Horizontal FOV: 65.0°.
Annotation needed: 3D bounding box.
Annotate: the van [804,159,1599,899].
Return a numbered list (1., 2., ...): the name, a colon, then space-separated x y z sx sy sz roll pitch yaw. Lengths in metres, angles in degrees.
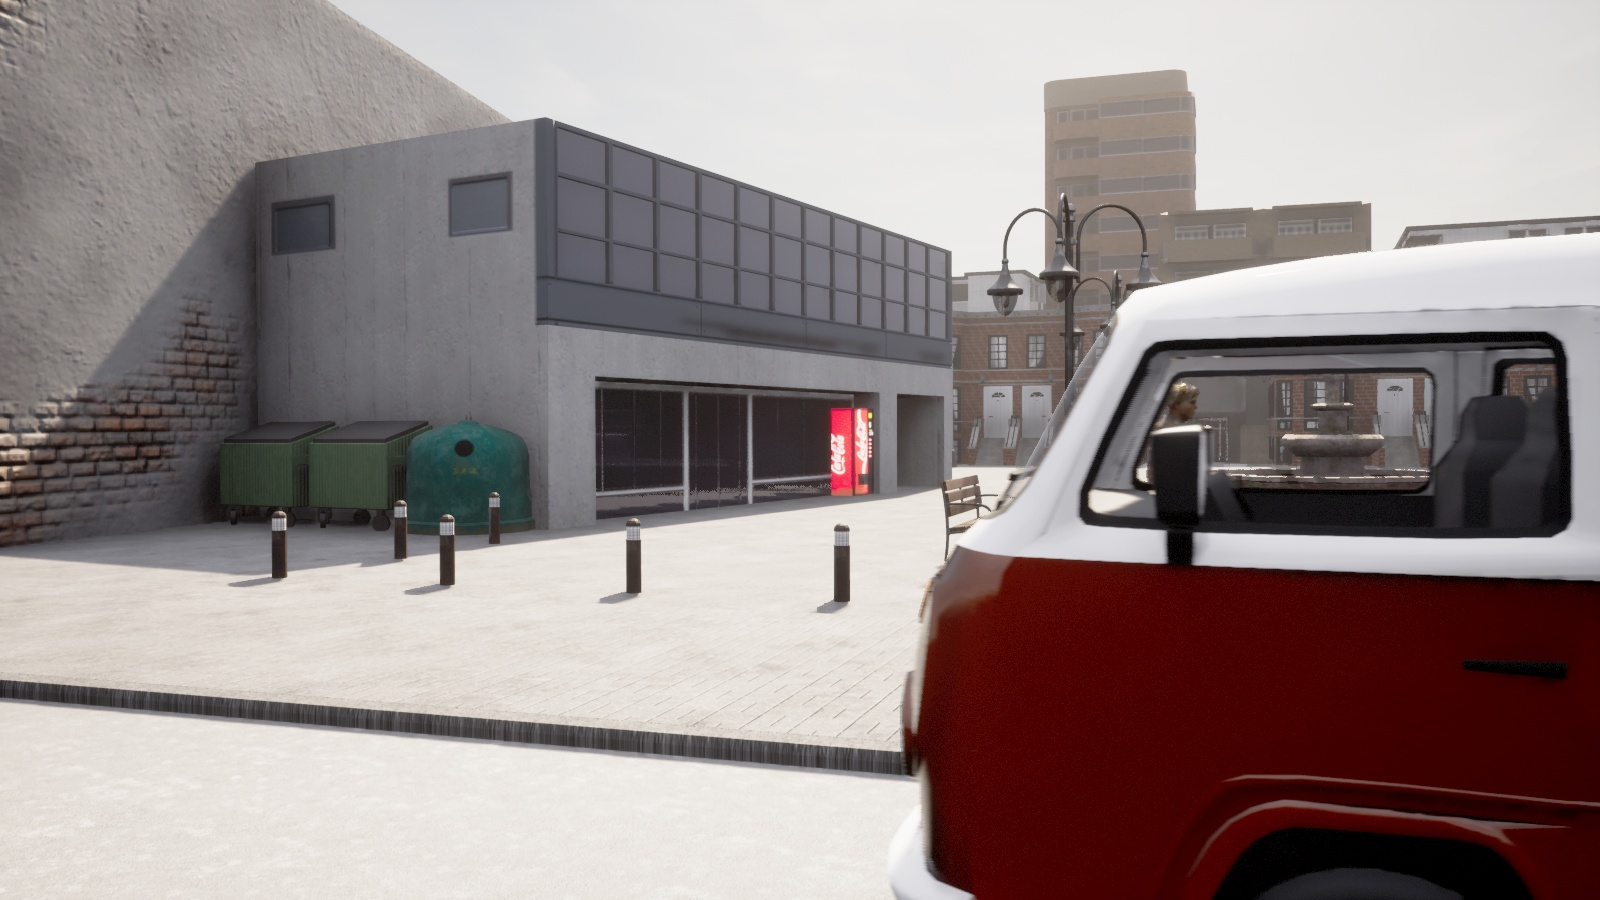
1. van: 2.464 0.513 2.888 4.480 2.038 2.069 1 1 19
